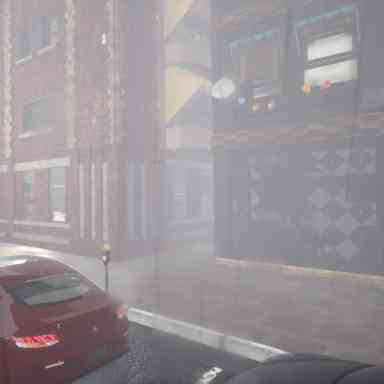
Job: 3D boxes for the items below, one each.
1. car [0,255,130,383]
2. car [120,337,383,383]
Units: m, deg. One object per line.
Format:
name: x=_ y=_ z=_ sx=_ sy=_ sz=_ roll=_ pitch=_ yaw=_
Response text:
car: x=-2.703 y=1.583 z=4.762 sx=4.206 sy=1.307 sz=1.802 roll=0 pitch=-1 yaw=35
car: x=1.909 y=1.566 z=1.487 sx=4.313 sy=1.339 sz=1.947 roll=0 pitch=-1 yaw=35
